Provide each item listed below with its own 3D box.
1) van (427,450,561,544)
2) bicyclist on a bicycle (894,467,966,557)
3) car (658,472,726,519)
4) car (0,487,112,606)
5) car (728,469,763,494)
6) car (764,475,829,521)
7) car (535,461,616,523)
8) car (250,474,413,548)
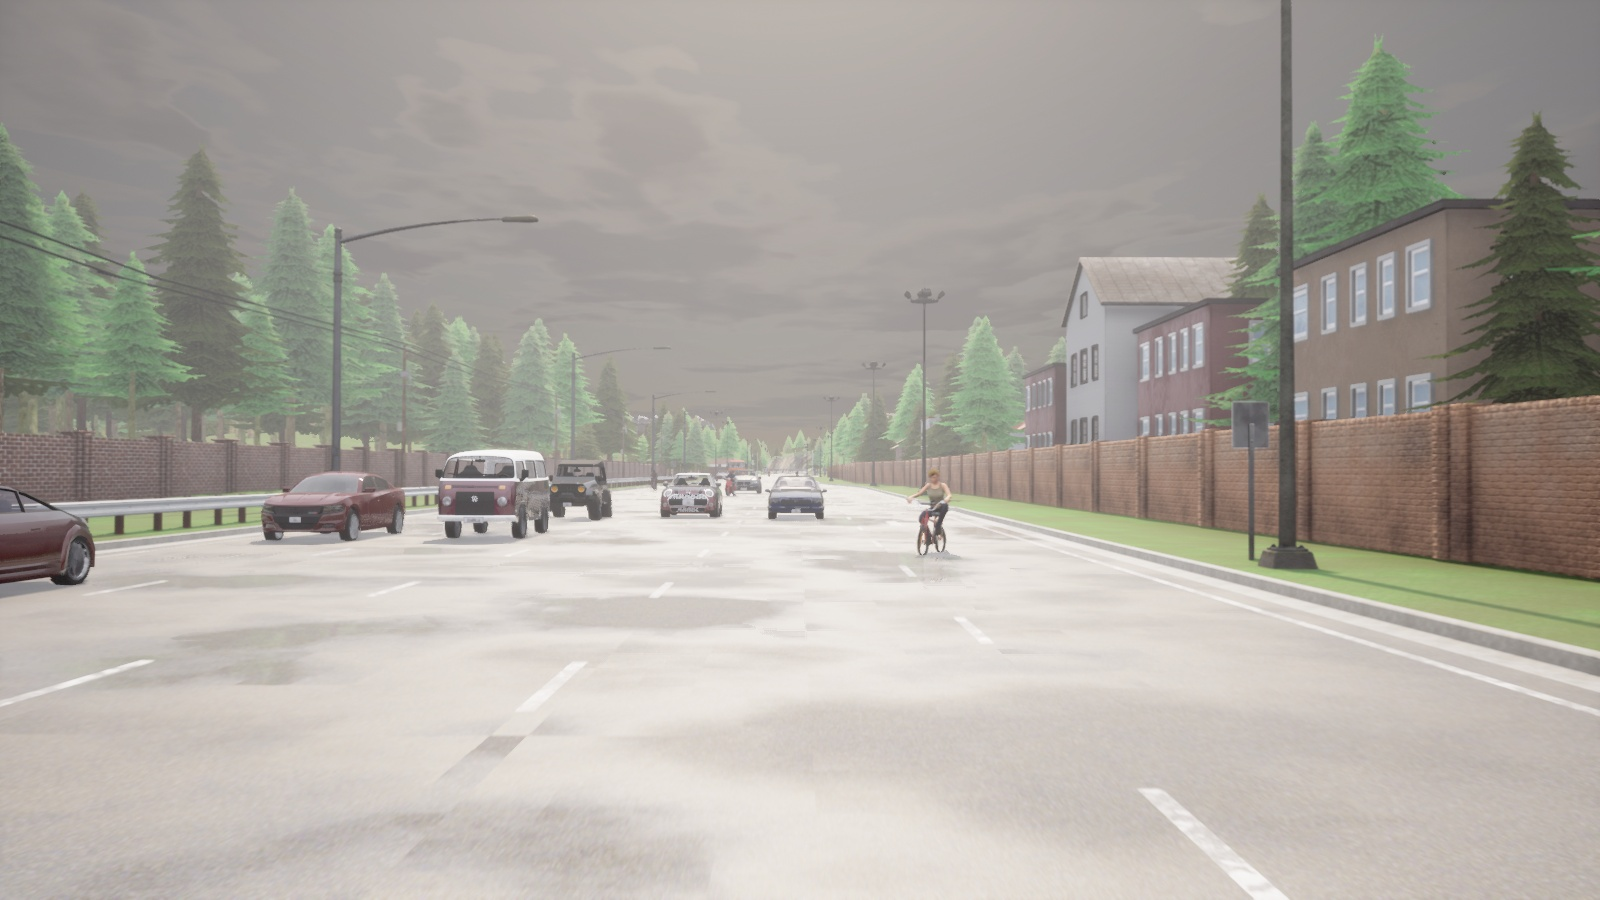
[{"bbox_3d":[-7.080,1.059,29.511,2.069,2.038,4.480,0,-1,0],"label":"van"},{"bbox_3d":[2.449,1.135,23.559,0.866,1.612,1.509,0,-1,26],"label":"bicyclist on a bicycle"},{"bbox_3d":[-3.614,1.504,42.469,1.970,1.475,3.806,0,-1,0],"label":"car"},{"bbox_3d":[-10.541,1.177,15.343,1.994,1.385,4.181,0,-1,0],"label":"car"},{"bbox_3d":[-3.731,2.117,86.416,2.242,1.667,4.611,0,-1,0],"label":"car"},{"bbox_3d":[-0.113,1.565,42.022,2.033,1.411,5.357,0,-1,0],"label":"car"},{"bbox_3d":[-7.108,1.309,40.118,1.905,1.878,3.866,0,-1,0],"label":"car"},{"bbox_3d":[-10.577,1.316,28.811,1.882,1.535,5.008,0,-1,0],"label":"car"}]
